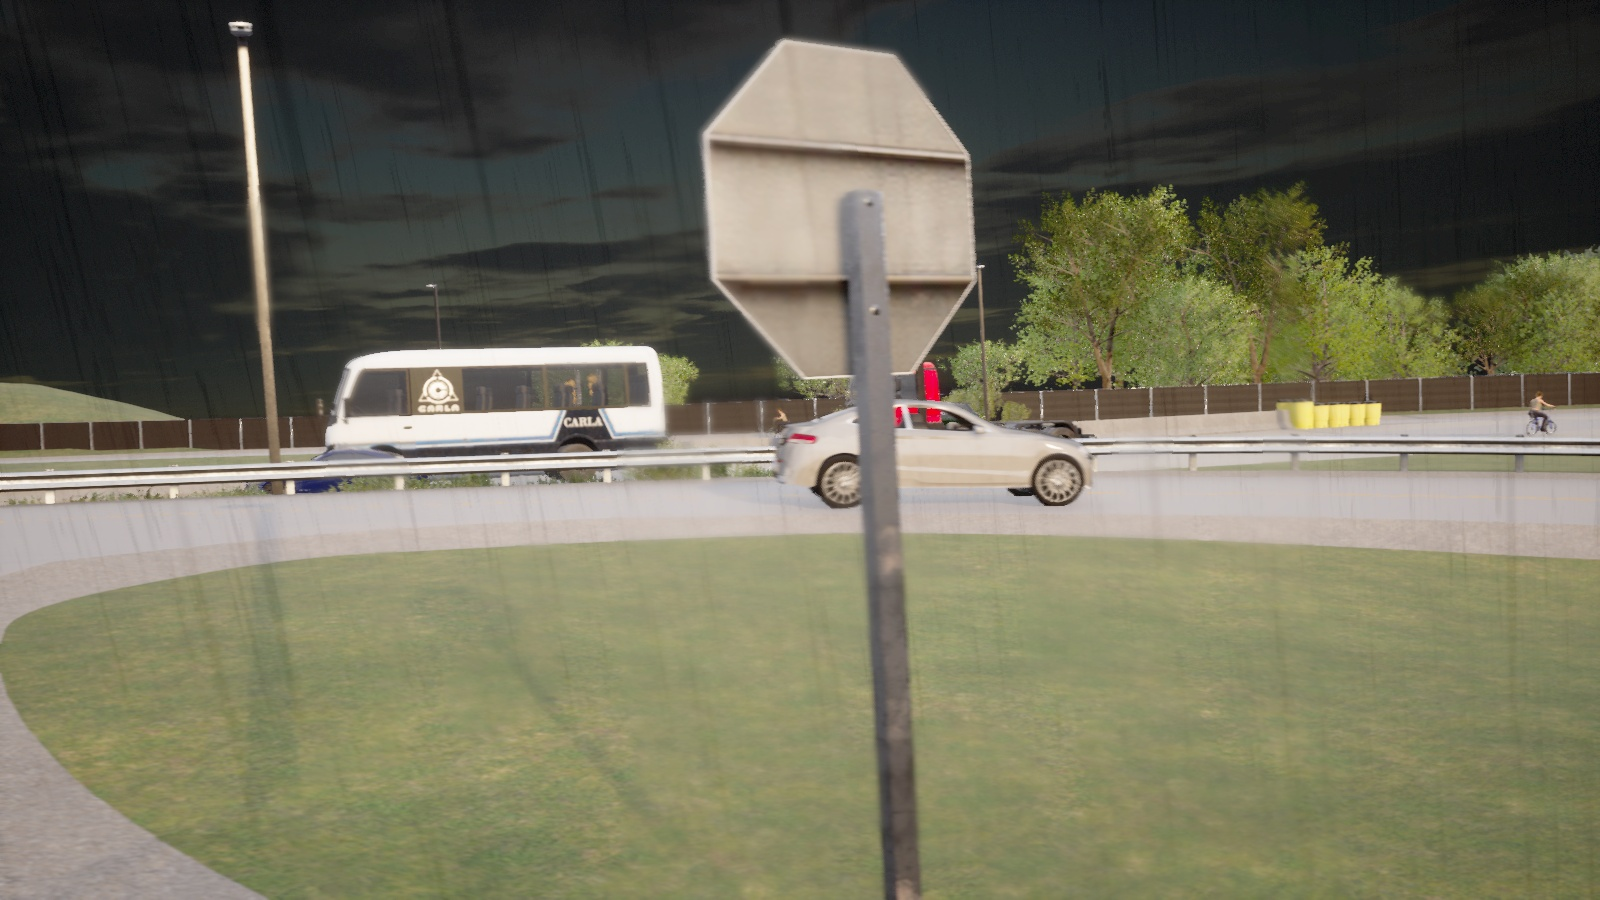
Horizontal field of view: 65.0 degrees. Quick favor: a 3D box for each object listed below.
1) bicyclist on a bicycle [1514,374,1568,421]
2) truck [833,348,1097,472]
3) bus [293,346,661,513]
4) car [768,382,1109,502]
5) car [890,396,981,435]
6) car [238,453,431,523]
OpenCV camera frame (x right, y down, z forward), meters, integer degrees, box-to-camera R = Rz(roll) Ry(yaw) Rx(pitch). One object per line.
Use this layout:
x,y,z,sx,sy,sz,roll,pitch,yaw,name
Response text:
26.945,-1.900,45.660,1.509,1.612,0.866,-4,2,-21,bicyclist on a bicycle
5.397,-1.351,40.928,7.936,3.462,2.891,-4,2,-21,truck
-9.920,-0.749,38.665,10.273,4.253,3.944,-4,2,-21,bus
2.084,-0.178,19.940,5.027,1.651,2.152,-2,3,-5,car
7.037,-1.814,65.446,4.553,1.767,2.097,-3,3,4,car
-12.524,0.981,33.899,4.674,1.442,1.812,-4,2,-21,car
